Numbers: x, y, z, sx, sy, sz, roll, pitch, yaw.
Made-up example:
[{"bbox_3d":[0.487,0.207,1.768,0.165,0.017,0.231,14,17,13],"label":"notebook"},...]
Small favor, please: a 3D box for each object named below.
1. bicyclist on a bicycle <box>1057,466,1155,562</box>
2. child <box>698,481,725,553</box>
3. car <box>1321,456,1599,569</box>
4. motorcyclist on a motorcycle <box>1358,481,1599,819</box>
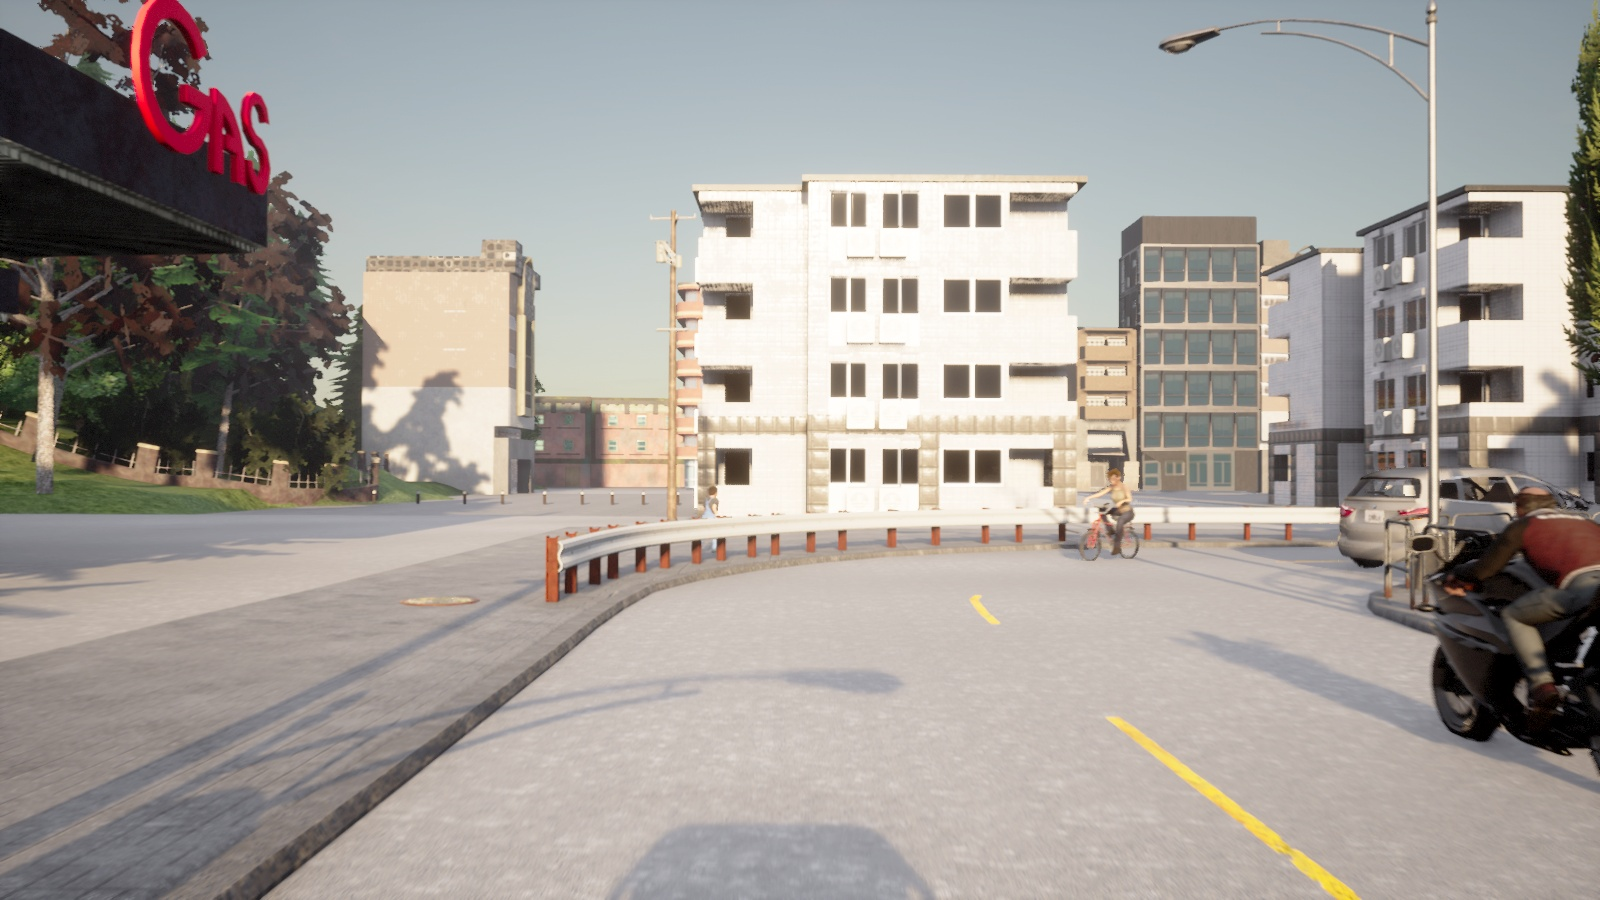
[{"bbox_3d":[5.393,1.096,22.147,1.509,1.612,0.866,0,1,-34],"label":"bicyclist on a bicycle"},{"bbox_3d":[-1.565,1.177,22.246,0.270,1.263,0.437,-1,-1,28],"label":"child"},{"bbox_3d":[11.099,0.948,20.227,4.611,1.667,2.242,0,-1,-17],"label":"car"},{"bbox_3d":[3.984,0.946,6.871,0.866,1.530,2.191,0,-1,0],"label":"motorcyclist on a motorcycle"}]
